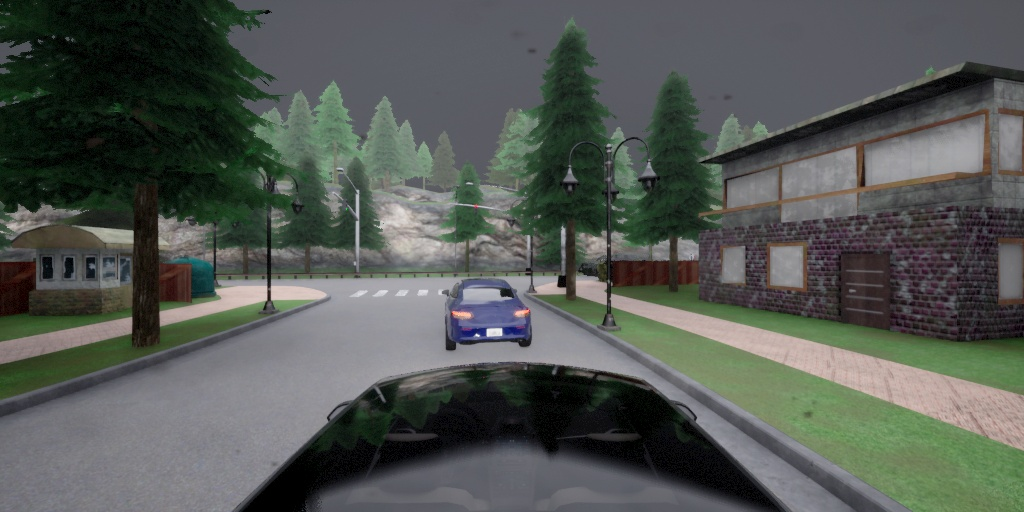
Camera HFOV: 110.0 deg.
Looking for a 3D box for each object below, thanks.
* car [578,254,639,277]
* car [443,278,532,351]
[{"bbox_3d":[8.750,0.814,31.974,5.566,2.045,2.150,0,0,-12],"label":"car"},{"bbox_3d":[-0.756,1.276,9.025,1.812,1.442,4.674,0,0,-11],"label":"car"}]
